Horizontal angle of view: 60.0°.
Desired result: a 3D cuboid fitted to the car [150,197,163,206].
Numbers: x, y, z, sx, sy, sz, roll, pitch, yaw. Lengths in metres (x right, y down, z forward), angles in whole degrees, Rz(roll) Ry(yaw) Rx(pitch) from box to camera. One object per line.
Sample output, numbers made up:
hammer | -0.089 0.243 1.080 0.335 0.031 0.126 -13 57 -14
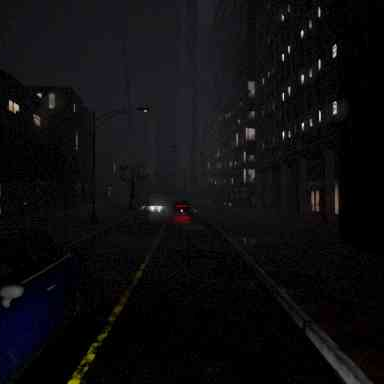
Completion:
car | -6.036 1.527 55.862 2.128 1.511 4.902 0 0 -6

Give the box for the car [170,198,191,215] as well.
car | -1.138 1.537 34.144 1.837 1.490 4.892 0 0 -4

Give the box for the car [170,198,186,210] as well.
car | -1.920 1.562 43.989 1.812 1.442 4.674 0 0 -5

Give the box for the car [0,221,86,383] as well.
car | -2.907 1.358 3.988 2.097 1.767 4.553 0 0 -1
